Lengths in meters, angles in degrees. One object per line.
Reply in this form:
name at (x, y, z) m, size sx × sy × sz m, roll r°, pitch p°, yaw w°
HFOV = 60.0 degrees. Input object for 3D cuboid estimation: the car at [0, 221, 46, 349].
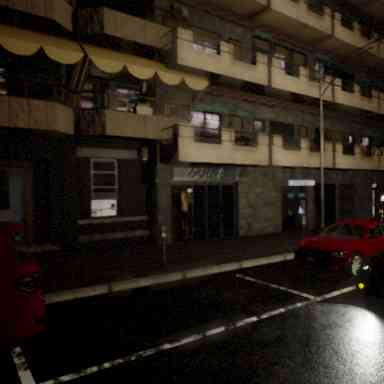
car at (-4.253, 1.316, 3.547) m, size 5.009 × 1.841 × 2.192 m, roll 0°, pitch -1°, yaw -35°

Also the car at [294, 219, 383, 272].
car at (4.973, 1.542, 10.123) m, size 4.507 × 1.381 × 1.887 m, roll 0°, pitch -1°, yaw -35°

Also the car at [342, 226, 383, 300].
car at (5.415, 1.561, 7.234) m, size 4.181 × 1.385 × 1.994 m, roll 0°, pitch 0°, yaw -35°
